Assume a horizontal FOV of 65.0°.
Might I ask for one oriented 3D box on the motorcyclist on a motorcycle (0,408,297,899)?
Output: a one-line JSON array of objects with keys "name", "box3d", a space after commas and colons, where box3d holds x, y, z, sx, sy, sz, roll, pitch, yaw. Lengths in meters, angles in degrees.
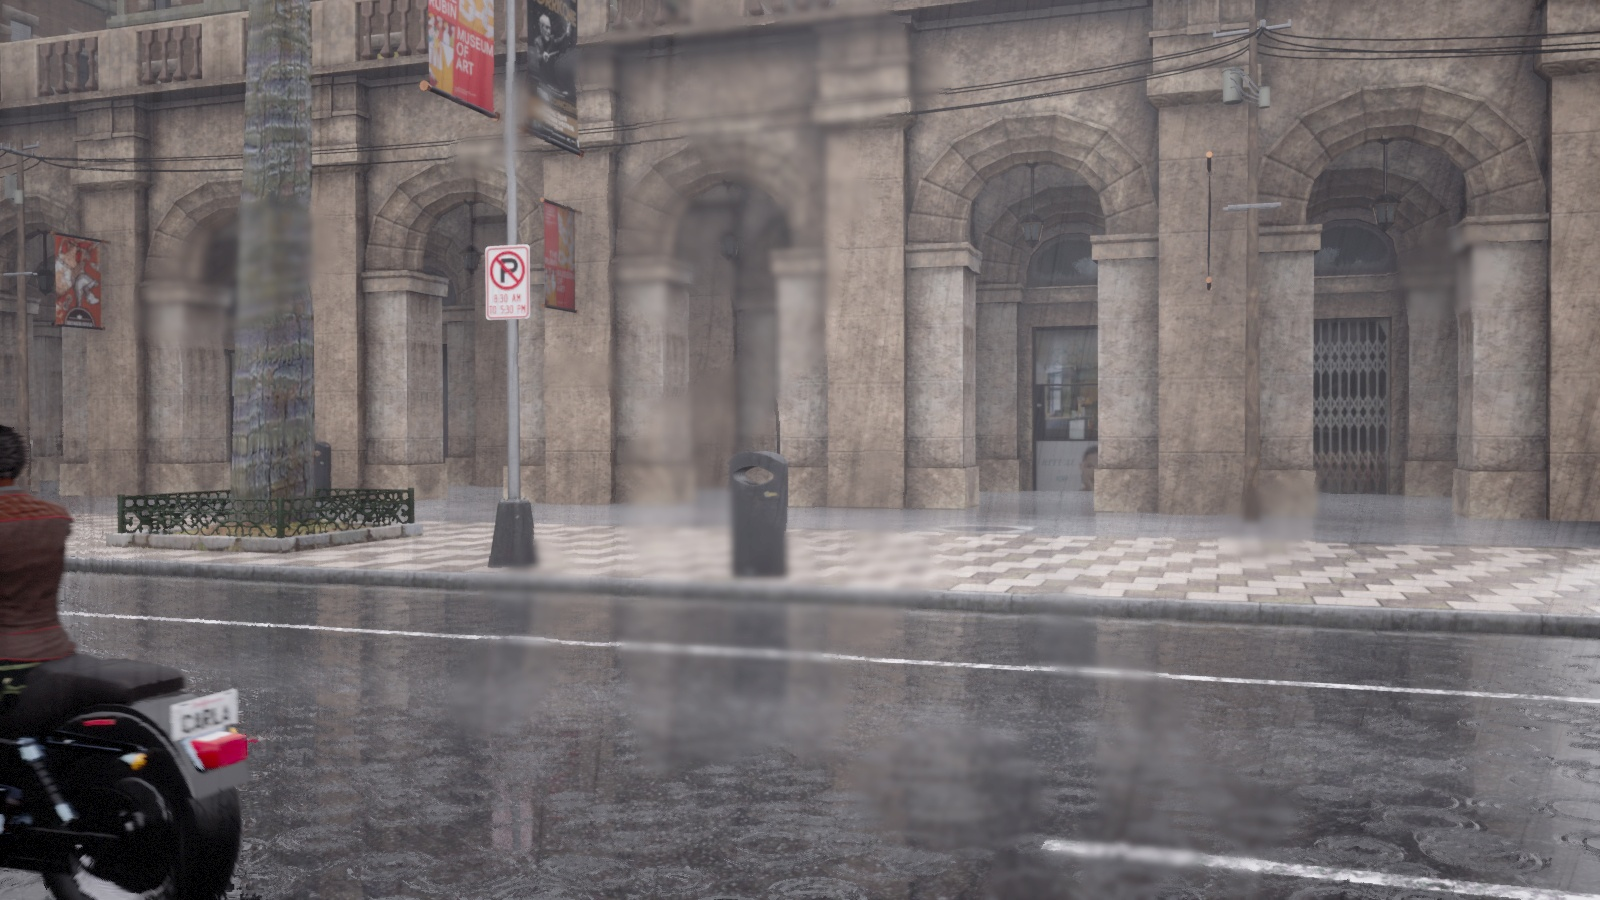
[{"name": "motorcyclist on a motorcycle", "box3d": [-2.905, 0.699, 4.168, 2.350, 1.649, 0.766, 0, 1, 19]}]
